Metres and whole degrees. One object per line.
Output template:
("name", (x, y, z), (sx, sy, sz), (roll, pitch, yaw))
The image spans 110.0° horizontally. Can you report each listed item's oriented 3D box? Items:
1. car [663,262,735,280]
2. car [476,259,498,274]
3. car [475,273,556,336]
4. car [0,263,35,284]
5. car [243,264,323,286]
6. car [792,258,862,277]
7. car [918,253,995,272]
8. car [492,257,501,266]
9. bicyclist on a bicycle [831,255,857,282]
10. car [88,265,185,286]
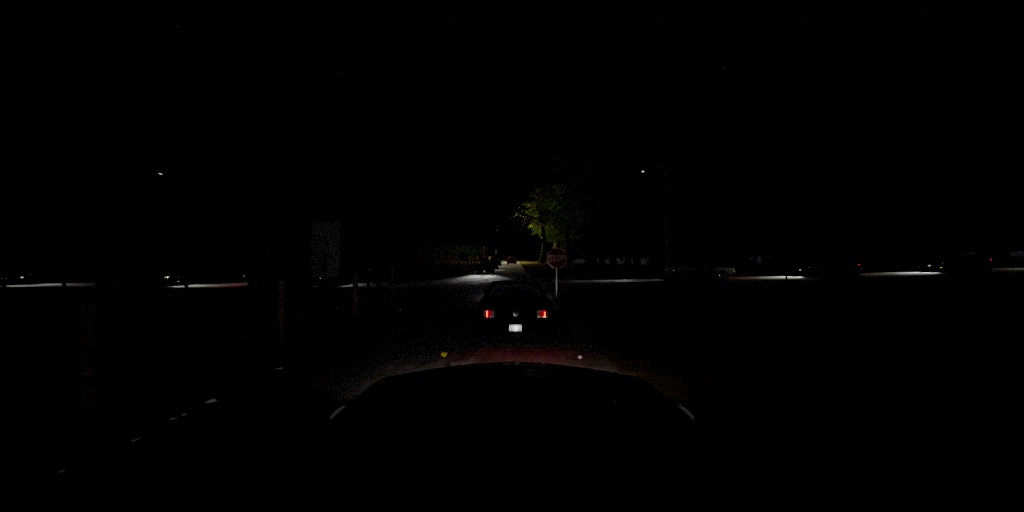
("car", (14.193, 1.128, 27.454), (4.718, 1.301, 1.895), (-1, -1, 0))
("car", (-2.928, 1.319, 40.035), (1.895, 1.301, 4.718), (0, 0, 0))
("car", (0.081, 1.355, 10.426), (1.895, 1.301, 4.718), (0, 0, 0))
("car", (-35.602, 1.167, 24.270), (4.892, 1.490, 1.837), (1, -1, 0))
("car", (-15.417, 1.258, 24.317), (4.892, 1.490, 1.837), (0, -1, 1))
("car", (24.082, 0.834, 27.503), (4.181, 1.385, 1.994), (-2, -1, 0))
("car", (34.026, 0.484, 27.559), (4.181, 1.385, 1.994), (-2, -1, -1))
("car", (-2.944, 1.187, 52.751), (2.033, 1.411, 5.357), (0, 0, 0))
("bicyclist on a bicycle", (19.854, 0.751, 21.501), (0.582, 1.620, 1.656), (-1, -1, 0))
("car", (-25.229, 1.298, 24.311), (5.357, 1.411, 2.033), (0, -1, 0))
